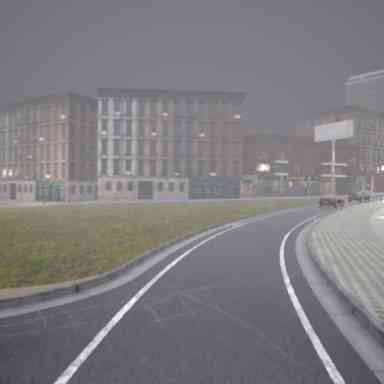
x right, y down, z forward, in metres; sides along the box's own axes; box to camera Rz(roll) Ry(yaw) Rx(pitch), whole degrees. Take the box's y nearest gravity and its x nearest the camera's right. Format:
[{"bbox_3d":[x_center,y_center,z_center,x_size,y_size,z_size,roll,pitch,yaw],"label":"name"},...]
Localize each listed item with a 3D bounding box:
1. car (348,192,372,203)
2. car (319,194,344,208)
[{"bbox_3d":[24.384,0.697,48.240,4.892,1.490,1.837,-3,3,-41],"label":"car"},{"bbox_3d":[16.632,0.998,39.546,1.882,1.535,5.008,2,2,38],"label":"car"}]
